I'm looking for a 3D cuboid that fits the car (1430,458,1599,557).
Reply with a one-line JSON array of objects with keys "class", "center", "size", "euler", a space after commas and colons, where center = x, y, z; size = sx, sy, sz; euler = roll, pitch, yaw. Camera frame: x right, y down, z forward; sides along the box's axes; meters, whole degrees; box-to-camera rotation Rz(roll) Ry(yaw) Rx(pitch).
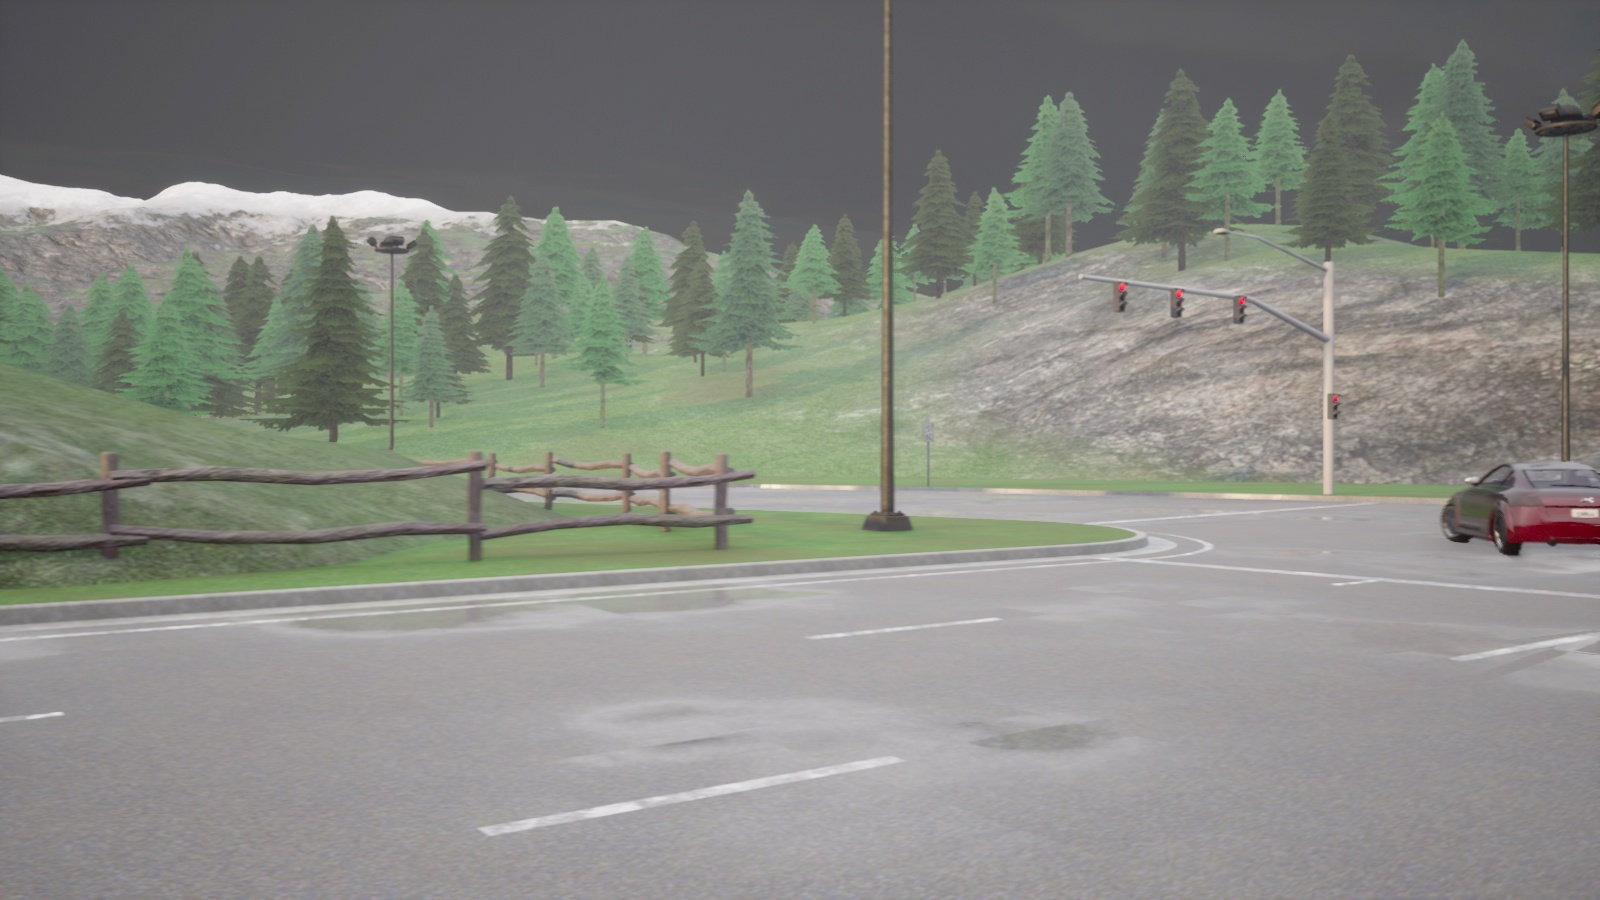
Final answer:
[{"class": "car", "center": [11.605, 0.824, 19.893], "size": [1.994, 1.385, 4.181], "euler": [0, 0, 13]}]
